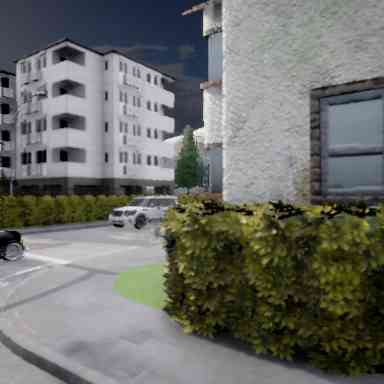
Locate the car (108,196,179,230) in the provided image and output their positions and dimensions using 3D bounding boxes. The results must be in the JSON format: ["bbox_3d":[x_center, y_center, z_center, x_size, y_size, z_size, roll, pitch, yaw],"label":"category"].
[{"bbox_3d":[-2.968,1.289,22.346,2.150,2.045,5.566,0,0,35],"label":"car"}]

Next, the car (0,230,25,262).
[{"bbox_3d":[-6.935,1.527,9.466,1.882,1.535,5.008,-2,0,7],"label":"car"}]
